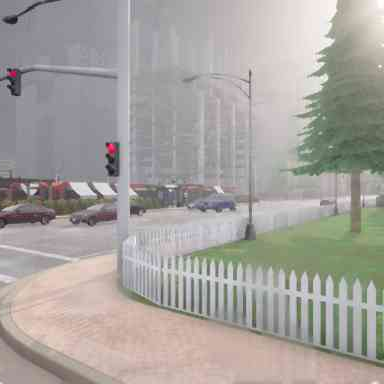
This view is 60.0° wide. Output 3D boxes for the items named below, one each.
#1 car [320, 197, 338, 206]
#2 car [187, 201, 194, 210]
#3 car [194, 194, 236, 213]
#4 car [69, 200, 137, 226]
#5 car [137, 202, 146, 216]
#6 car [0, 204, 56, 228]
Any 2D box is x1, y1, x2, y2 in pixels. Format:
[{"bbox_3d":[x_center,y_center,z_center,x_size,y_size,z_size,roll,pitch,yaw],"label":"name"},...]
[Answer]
[{"bbox_3d":[21.035,1.526,51.303,1.812,1.442,4.674,0,0,34],"label":"car"},{"bbox_3d":[1.271,1.491,41.097,2.128,1.511,4.902,0,0,34],"label":"car"},{"bbox_3d":[2.984,1.221,37.397,2.150,2.045,5.566,0,0,34],"label":"car"},{"bbox_3d":[-6.360,1.526,23.512,1.812,1.442,4.674,0,0,34],"label":"car"},{"bbox_3d":[-6.252,1.478,29.968,1.882,1.535,5.008,0,0,34],"label":"car"},{"bbox_3d":[-11.475,1.526,22.225,1.812,1.442,4.674,0,0,36],"label":"car"}]
